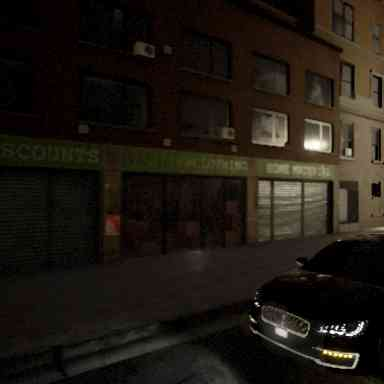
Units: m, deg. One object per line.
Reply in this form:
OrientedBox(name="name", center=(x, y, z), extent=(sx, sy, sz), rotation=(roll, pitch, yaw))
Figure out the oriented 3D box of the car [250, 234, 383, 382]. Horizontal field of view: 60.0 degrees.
OrientedBox(name="car", center=(3.100, 1.526, 5.525), extent=(4.892, 1.490, 1.837), rotation=(1, -1, -35))
